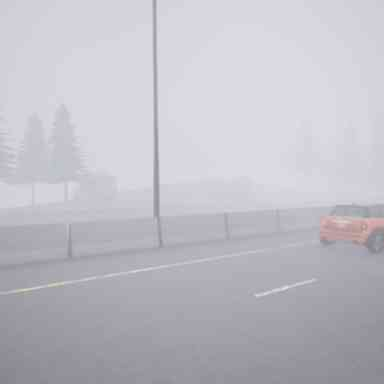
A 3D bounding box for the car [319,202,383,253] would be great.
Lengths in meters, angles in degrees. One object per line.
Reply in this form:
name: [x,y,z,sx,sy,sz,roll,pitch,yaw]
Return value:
car: [7.109,1.180,12.993,4.553,1.767,2.097,-1,0,-33]
